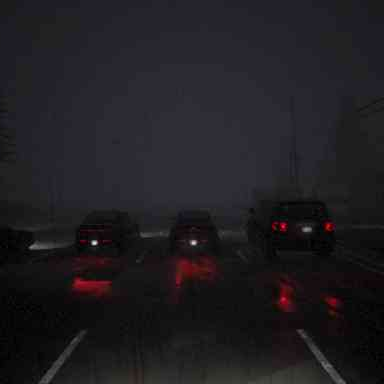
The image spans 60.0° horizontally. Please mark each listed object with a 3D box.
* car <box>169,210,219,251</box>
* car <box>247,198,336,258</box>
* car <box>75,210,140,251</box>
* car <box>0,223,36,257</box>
[{"bbox_3d":[0.076,1.515,14.168,1.837,1.490,4.892,0,0,0],"label":"car"},{"bbox_3d":[3.568,1.232,12.939,2.150,2.045,5.566,0,0,0],"label":"car"},{"bbox_3d":[-3.424,1.515,14.152,1.837,1.490,4.892,0,0,0],"label":"car"},{"bbox_3d":[-6.955,1.554,10.347,2.033,1.411,5.357,0,0,1],"label":"car"}]
